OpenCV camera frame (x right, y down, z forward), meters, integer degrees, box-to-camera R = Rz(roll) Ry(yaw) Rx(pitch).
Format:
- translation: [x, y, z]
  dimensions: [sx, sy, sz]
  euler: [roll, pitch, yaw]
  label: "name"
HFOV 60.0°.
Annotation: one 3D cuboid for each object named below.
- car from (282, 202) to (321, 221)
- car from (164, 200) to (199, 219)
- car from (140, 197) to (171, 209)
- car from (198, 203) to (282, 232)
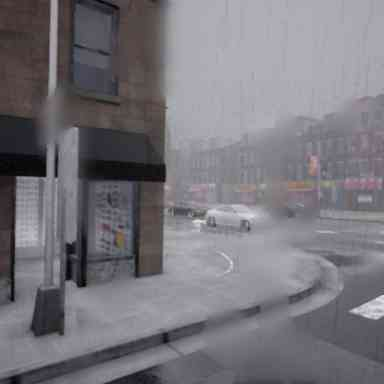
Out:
- translation: [8.449, 1.602, 28.432]
  dimensions: [1.882, 1.535, 5.008]
  euler: [1, -1, -36]
  label: "car"
- translation: [-0.213, 1.481, 28.951]
  dimensions: [1.837, 1.490, 4.892]
  euler: [1, -1, -36]
  label: "car"
- translation: [-5.293, 1.527, 47.305]
  dimensions: [2.033, 1.411, 5.357]
  euler: [1, 0, -36]
  label: "car"
- translation: [2.639, 1.449, 19.515]
  dimensions: [1.812, 1.442, 4.674]
  euler: [1, -1, -36]
  label: "car"
